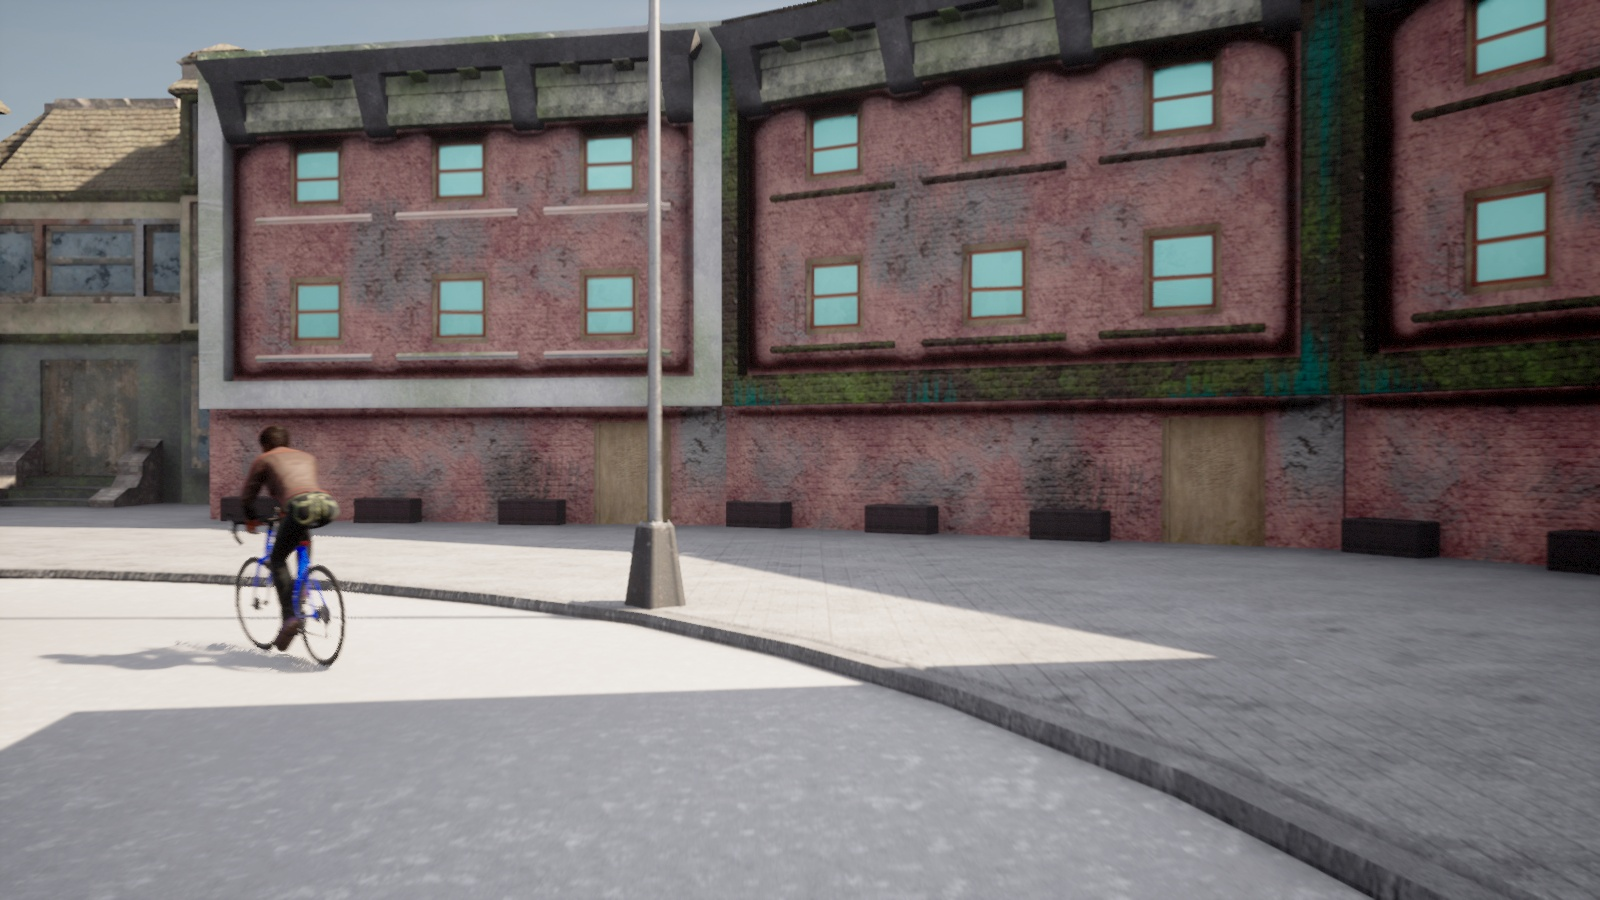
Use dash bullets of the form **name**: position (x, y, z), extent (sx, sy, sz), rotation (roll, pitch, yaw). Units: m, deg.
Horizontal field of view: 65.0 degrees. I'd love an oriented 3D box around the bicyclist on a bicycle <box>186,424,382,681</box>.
- **bicyclist on a bicycle**: position (-3.604, 0.646, 8.710), extent (1.656, 1.620, 0.582), rotation (0, 2, 43)
